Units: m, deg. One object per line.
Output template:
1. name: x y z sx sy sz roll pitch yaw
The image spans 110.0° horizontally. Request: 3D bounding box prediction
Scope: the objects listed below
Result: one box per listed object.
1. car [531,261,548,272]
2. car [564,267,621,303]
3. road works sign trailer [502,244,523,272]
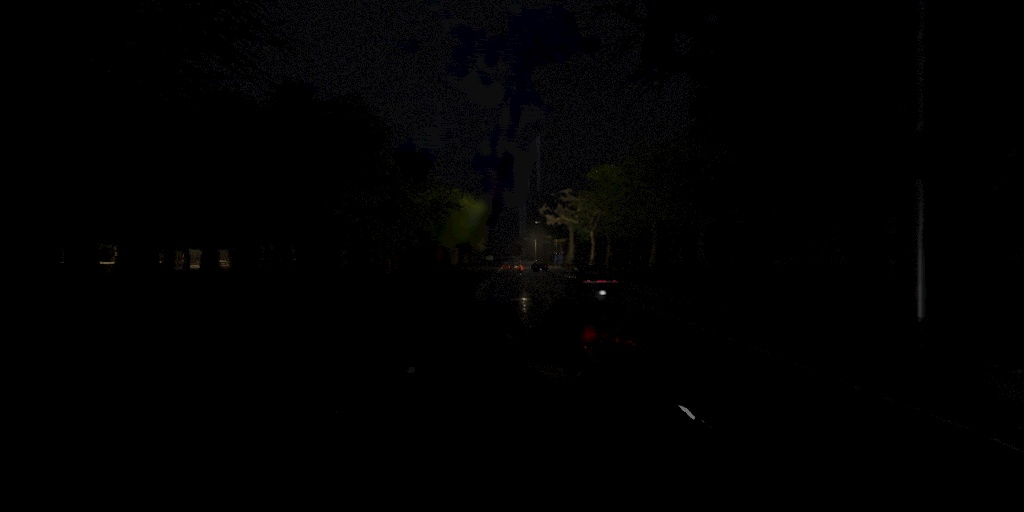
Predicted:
1. car: 3.597 1.367 47.497 1.895 1.301 4.718 0 0 0
2. car: 3.599 1.237 16.634 2.128 1.511 4.902 0 0 0
3. road works sign trailer: -0.004 0.228 45.352 2.380 3.560 2.880 0 0 0
